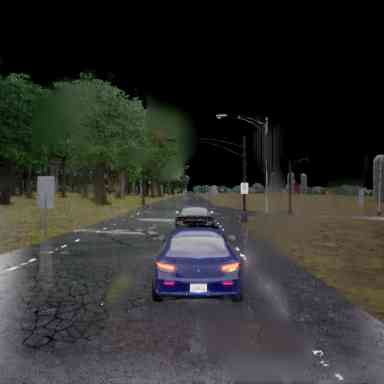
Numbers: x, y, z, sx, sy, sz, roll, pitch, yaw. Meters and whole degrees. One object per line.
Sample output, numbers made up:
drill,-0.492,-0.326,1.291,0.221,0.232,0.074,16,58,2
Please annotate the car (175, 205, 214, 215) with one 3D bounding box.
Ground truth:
car,0.134,1.432,17.411,1.882,1.535,5.008,0,0,0

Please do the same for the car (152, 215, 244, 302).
car,0.120,1.516,8.132,1.812,1.442,4.674,0,0,0
